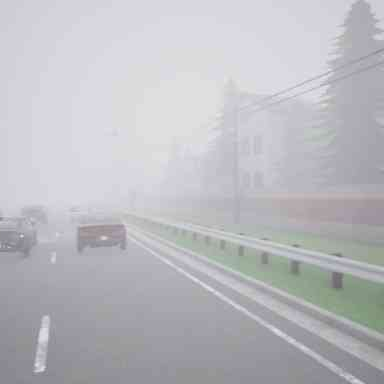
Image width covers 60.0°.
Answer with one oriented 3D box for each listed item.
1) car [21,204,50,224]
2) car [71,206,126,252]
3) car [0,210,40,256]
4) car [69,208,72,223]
[{"bbox_3d":[-12.666,1.768,26.816,1.837,1.490,4.892,-1,0,-21],"label":"car"},{"bbox_3d":[-4.190,1.591,14.808,1.882,1.535,5.008,-1,0,-21],"label":"car"},{"bbox_3d":[-7.324,1.664,13.207,1.812,1.442,4.674,0,0,-21],"label":"car"},{"bbox_3d":[-9.310,1.832,27.837,1.895,1.301,4.718,0,0,-21],"label":"car"}]
